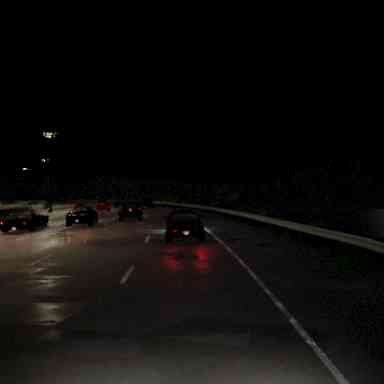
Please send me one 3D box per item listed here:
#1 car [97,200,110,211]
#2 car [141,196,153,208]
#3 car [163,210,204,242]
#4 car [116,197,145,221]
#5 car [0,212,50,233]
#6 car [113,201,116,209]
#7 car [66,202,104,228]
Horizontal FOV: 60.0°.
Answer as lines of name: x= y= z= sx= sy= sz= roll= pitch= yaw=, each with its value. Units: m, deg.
car: x=-13.485 y=1.977 z=49.910 sx=2.097 sy=1.767 sz=4.553 roll=-1 pitch=0 yaw=-16
car: x=-8.295 y=1.787 z=57.822 sx=2.150 sy=2.045 sz=5.566 roll=0 pitch=-1 yaw=-19
car: x=-0.463 y=1.651 z=17.131 sx=1.812 sy=1.442 sz=4.674 roll=-1 pitch=0 yaw=-5
car: x=-5.846 y=1.691 z=31.784 sx=2.097 sy=1.767 sz=4.553 roll=-1 pitch=0 yaw=-9
car: x=-11.354 y=2.000 z=22.888 sx=1.895 sy=1.301 sz=4.718 roll=-1 pitch=0 yaw=-7
car: x=-13.004 y=2.159 z=59.877 sx=1.882 sy=1.535 sz=5.008 roll=-1 pitch=0 yaw=-20
car: x=-8.431 y=1.847 z=25.783 sx=2.128 sy=1.511 sz=4.902 roll=-1 pitch=0 yaw=-8
